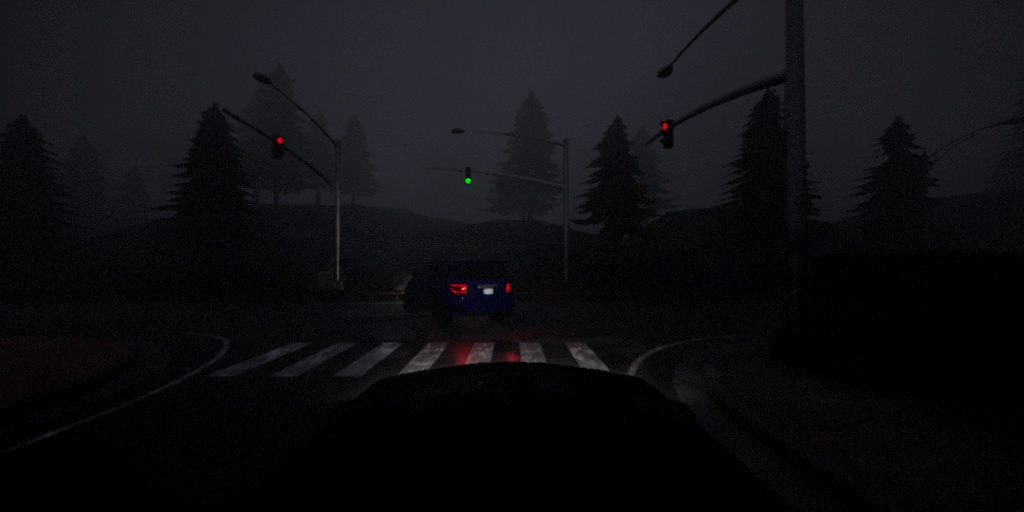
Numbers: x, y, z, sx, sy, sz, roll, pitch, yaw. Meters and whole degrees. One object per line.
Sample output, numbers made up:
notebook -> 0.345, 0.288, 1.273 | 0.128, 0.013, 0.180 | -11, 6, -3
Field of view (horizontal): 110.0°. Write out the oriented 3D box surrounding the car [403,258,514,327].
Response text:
car -> -2.021, 1.092, 12.362 | 2.150, 2.045, 5.566 | 2, -1, -30
